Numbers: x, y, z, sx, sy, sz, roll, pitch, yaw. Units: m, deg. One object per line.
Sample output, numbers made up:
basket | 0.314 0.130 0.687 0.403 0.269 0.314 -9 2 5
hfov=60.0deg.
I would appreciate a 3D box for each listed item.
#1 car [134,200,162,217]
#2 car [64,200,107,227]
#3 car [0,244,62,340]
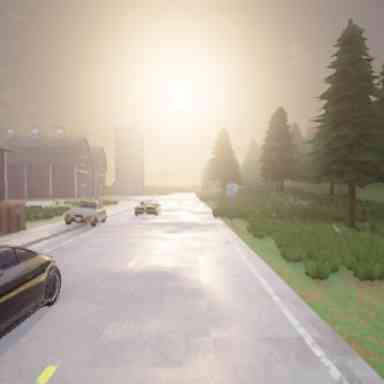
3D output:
car | -3.714 1.344 28.457 1.895 1.301 4.718 0 1 0
car | -6.597 1.283 21.138 1.816 1.474 4.193 5 0 -3
car | -3.624 1.532 5.063 1.994 1.385 4.181 0 1 0
